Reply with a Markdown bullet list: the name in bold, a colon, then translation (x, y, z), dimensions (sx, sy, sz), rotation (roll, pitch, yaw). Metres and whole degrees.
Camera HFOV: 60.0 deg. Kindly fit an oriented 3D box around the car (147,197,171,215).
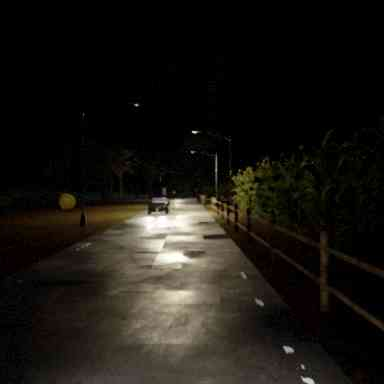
- **car**: translation (-3.020, 1.266, 31.168), dimensions (2.128, 1.511, 4.902), rotation (0, 0, 0)
